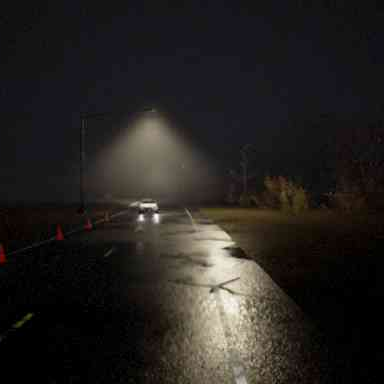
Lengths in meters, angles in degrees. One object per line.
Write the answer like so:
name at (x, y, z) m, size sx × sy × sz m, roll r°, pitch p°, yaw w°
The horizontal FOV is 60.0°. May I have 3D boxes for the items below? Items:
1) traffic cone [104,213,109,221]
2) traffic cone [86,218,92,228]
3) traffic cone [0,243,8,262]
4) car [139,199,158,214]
traffic cone at (-6.608, 1.912, 25.643) m, size 0.340 × 0.580 × 0.340 m, roll 0°, pitch 0°, yaw -2°
traffic cone at (-6.419, 1.920, 20.672) m, size 0.340 × 0.580 × 0.340 m, roll 0°, pitch 0°, yaw -2°
traffic cone at (-6.157, 1.937, 10.723) m, size 0.340 × 0.580 × 0.340 m, roll 0°, pitch 0°, yaw -1°
car at (-4.540, 1.467, 34.634) m, size 1.812 × 1.442 × 4.674 m, roll 0°, pitch 0°, yaw -9°
